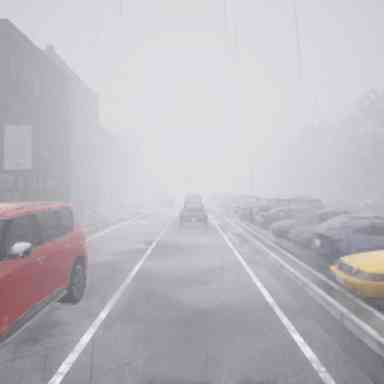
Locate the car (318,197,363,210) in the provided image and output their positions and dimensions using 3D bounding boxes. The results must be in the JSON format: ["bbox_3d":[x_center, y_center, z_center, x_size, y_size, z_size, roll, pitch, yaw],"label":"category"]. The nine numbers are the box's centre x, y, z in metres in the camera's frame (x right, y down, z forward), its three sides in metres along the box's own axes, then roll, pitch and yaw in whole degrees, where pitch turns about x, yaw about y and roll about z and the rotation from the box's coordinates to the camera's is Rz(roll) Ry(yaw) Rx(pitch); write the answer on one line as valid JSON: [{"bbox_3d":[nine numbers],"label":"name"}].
[{"bbox_3d":[19.265,1.475,43.327,5.008,1.535,2.097,0,0,0],"label":"car"}]

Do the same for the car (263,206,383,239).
[{"bbox_3d":[6.052,1.551,15.521,4.792,1.488,2.163,0,0,0],"label":"car"}]

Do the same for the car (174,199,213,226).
[{"bbox_3d":[0.102,1.478,22.907,2.128,1.511,4.902,0,0,0],"label":"car"}]

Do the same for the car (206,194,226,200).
[{"bbox_3d":[6.333,1.309,87.893,5.008,1.535,2.097,0,1,0],"label":"car"}]

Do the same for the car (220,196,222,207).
[{"bbox_3d":[6.173,1.523,40.571,4.674,1.452,2.002,0,0,0],"label":"car"}]

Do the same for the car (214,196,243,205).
[{"bbox_3d":[6.232,1.480,57.271,4.674,1.452,2.002,0,0,0],"label":"car"}]

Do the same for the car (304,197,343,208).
[{"bbox_3d":[19.274,1.462,48.897,5.008,1.535,2.097,0,0,0],"label":"car"}]

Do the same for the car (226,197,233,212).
[{"bbox_3d":[6.326,1.495,32.220,5.366,1.575,1.946,0,0,0],"label":"car"}]

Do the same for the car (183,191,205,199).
[{"bbox_3d":[0.102,1.187,40.501,2.150,2.045,5.566,0,0,0],"label":"car"}]

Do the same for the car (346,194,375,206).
[{"bbox_3d":[19.262,1.367,34.971,4.553,1.767,2.185,0,0,0],"label":"car"}]

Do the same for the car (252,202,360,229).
[{"bbox_3d":[6.084,1.519,18.304,4.892,1.521,2.231,0,0,0],"label":"car"}]

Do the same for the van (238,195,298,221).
[{"bbox_3d":[6.004,1.281,26.654,4.442,1.987,1.878,0,0,0],"label":"van"}]

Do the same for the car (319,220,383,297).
[{"bbox_3d":[5.866,1.530,7.172,5.366,1.575,1.946,0,0,0],"label":"car"}]

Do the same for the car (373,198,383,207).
[{"bbox_3d":[19.181,1.531,29.402,4.792,1.488,2.163,0,0,0],"label":"car"}]

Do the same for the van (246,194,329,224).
[{"bbox_3d":[5.985,1.288,21.212,4.442,1.987,1.878,0,0,0],"label":"van"}]

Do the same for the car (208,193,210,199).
[{"bbox_3d":[6.275,1.402,68.405,4.892,1.521,2.231,0,0,0],"label":"car"}]

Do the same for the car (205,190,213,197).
[{"bbox_3d":[6.337,1.107,79.536,5.566,2.045,2.435,0,0,0],"label":"car"}]

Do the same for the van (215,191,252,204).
[{"bbox_3d":[6.083,1.237,48.983,4.442,1.987,1.878,0,0,0],"label":"van"}]

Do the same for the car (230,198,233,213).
[{"bbox_3d":[6.124,1.504,29.437,4.892,1.521,2.231,0,0,0],"label":"car"}]

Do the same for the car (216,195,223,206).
[{"bbox_3d":[6.161,1.500,46.137,4.792,1.488,2.163,0,0,0],"label":"car"}]

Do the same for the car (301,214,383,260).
[{"bbox_3d":[6.090,1.559,9.955,4.792,1.488,2.163,0,0,0],"label":"car"}]

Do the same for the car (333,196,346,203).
[{"bbox_3d":[19.246,1.489,37.757,4.892,1.521,2.231,0,0,0],"label":"car"}]

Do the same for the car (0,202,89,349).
[{"bbox_3d":[-3.350,1.220,5.194,2.150,2.045,5.566,0,0,0],"label":"car"}]

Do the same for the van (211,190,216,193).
[{"bbox_3d":[6.376,1.185,65.620,4.442,1.987,1.878,0,0,0],"label":"van"}]

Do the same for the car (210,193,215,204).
[{"bbox_3d":[6.034,1.444,54.488,5.366,1.575,1.946,0,0,0],"label":"car"}]

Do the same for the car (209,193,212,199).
[{"bbox_3d":[6.255,1.421,62.838,5.008,1.535,2.097,0,0,0],"label":"car"}]

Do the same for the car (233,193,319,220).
[{"bbox_3d":[6.082,1.259,23.870,5.566,2.045,2.435,0,0,0],"label":"car"}]

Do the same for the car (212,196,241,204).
[{"bbox_3d":[6.234,1.430,60.055,5.008,1.535,2.097,0,0,0],"label":"car"}]

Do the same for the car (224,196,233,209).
[{"bbox_3d":[6.157,1.495,35.003,4.892,1.521,2.231,0,0,0],"label":"car"}]

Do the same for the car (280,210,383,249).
[{"bbox_3d":[6.074,1.565,12.738,4.674,1.452,2.002,0,0,0],"label":"car"}]

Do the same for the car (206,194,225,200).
[{"bbox_3d":[6.342,1.278,90.682,5.008,1.535,2.097,0,1,0],"label":"car"}]

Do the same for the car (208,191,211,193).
[{"bbox_3d":[6.248,1.265,71.312,4.553,1.767,2.185,0,0,0],"label":"car"}]

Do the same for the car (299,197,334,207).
[{"bbox_3d":[19.292,1.494,51.681,4.674,1.452,2.002,0,0,0],"label":"car"}]

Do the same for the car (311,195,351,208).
[{"bbox_3d":[19.238,1.344,46.112,4.553,1.767,2.185,0,0,0],"label":"car"}]

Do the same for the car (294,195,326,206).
[{"bbox_3d":[19.268,1.321,54.466,4.553,1.767,2.185,0,0,0],"label":"car"}]

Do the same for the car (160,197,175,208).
[{"bbox_3d":[-3.335,1.429,46.280,1.882,1.535,5.008,0,0,0],"label":"car"}]

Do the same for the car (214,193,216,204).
[{"bbox_3d":[6.179,1.330,51.704,4.553,1.767,2.185,0,0,0],"label":"car"}]

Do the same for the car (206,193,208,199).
[{"bbox_3d":[6.474,1.377,73.970,5.366,1.575,1.946,0,0,0],"label":"car"}]

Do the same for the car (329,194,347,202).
[{"bbox_3d":[19.222,1.230,40.540,5.566,2.045,2.435,0,0,0],"label":"car"}]

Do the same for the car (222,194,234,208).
[{"bbox_3d":[6.129,1.363,37.788,4.553,1.767,2.185,0,0,0],"label":"car"}]

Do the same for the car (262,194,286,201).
[{"bbox_3d":[19.574,1.354,79.530,5.366,1.575,1.946,0,0,0],"label":"car"}]
